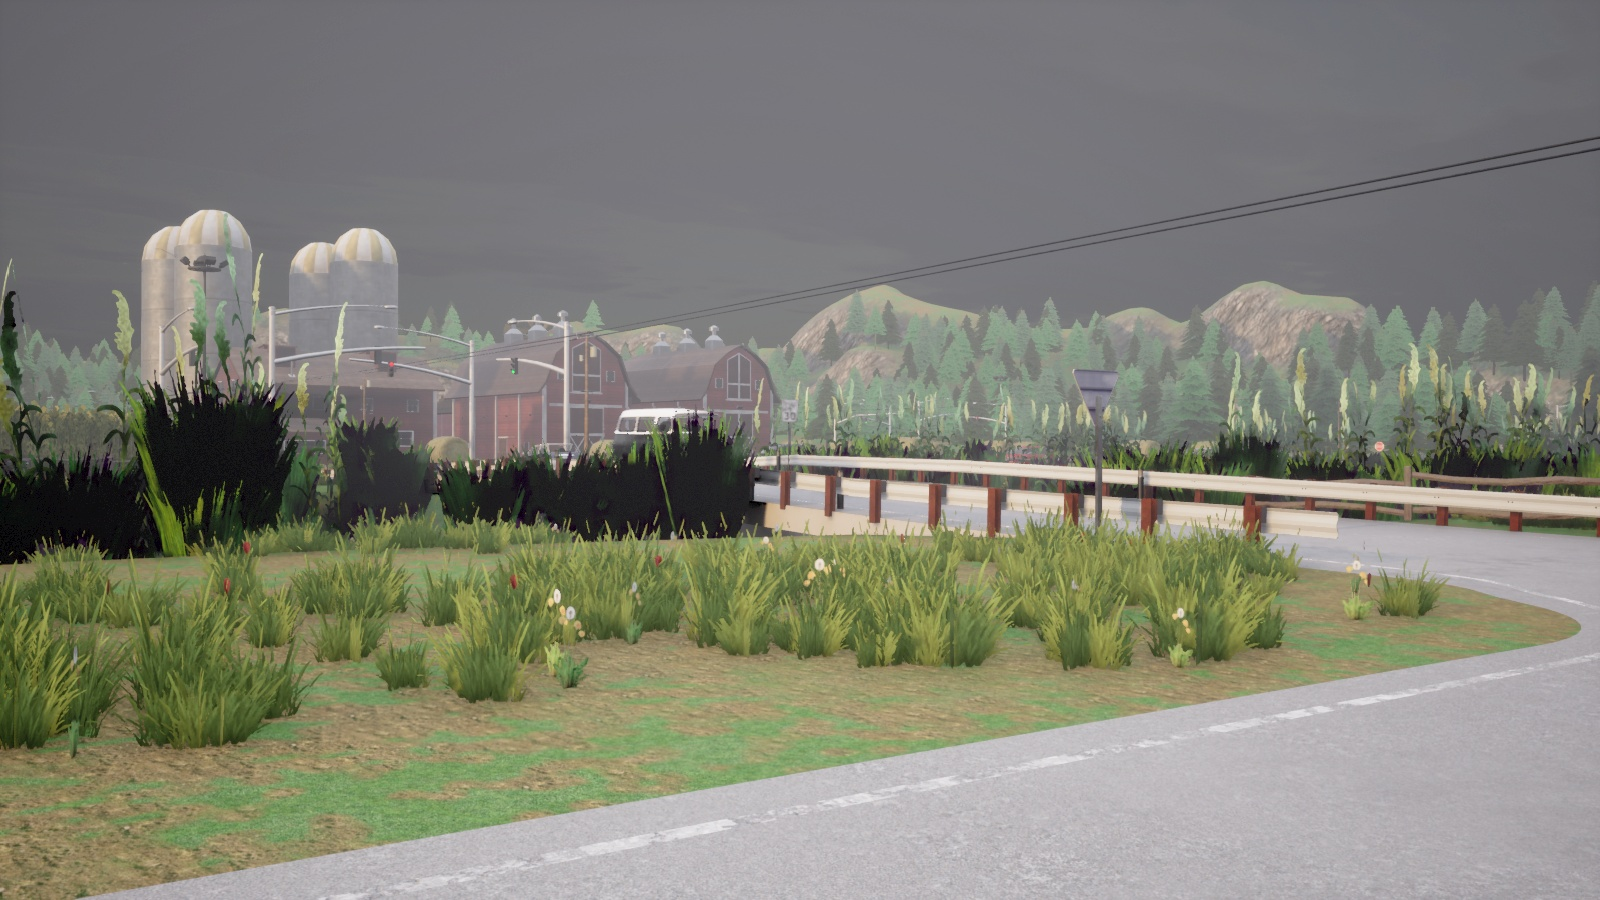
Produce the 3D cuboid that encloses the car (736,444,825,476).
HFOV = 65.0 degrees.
[{"bbox_3d":[-1.209,0.629,80.770,5.566,2.045,2.150,0,0,-38],"label":"car"}]

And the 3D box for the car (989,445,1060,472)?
[{"bbox_3d":[16.979,0.625,94.914,5.566,2.045,2.150,0,0,-38],"label":"car"}]

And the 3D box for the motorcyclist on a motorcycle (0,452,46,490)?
[{"bbox_3d":[-34.324,0.902,54.797,2.350,1.649,0.766,0,0,-41],"label":"motorcyclist on a motorcycle"}]

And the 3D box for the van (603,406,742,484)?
[{"bbox_3d":[-3.650,-0.149,35.337,2.069,2.038,4.480,0,0,-33],"label":"van"}]

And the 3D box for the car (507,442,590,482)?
[{"bbox_3d":[-10.347,0.507,51.584,1.970,1.475,3.806,0,-3,-35],"label":"car"}]
